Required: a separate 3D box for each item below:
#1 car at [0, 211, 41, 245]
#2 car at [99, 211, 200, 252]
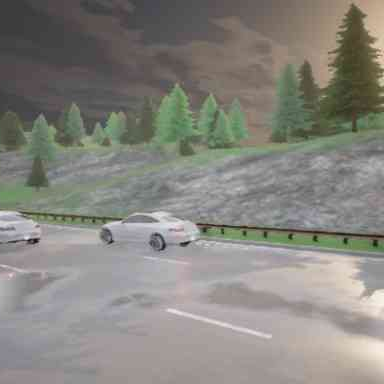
[{"bbox_3d":[-8.263,1.530,14.188,4.674,1.442,1.812,0,0,36],"label":"car"},{"bbox_3d":[-1.847,1.527,13.909,4.674,1.442,1.812,0,0,35],"label":"car"}]
